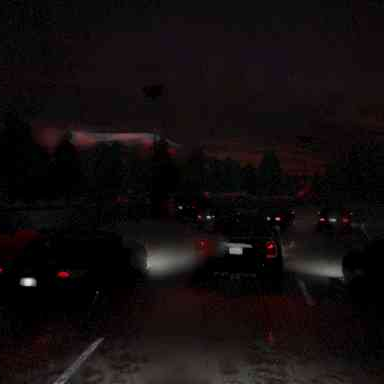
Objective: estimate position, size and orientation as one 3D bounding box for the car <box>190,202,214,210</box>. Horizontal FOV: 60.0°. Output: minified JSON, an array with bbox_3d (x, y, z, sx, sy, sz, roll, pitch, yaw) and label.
[{"bbox_3d":[2.033,1.586,22.476,2.033,1.411,5.357,0,0,24],"label":"car"}]

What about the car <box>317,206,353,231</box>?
[{"bbox_3d":[8.747,1.582,20.364,2.033,1.411,5.357,0,0,25],"label":"car"}]

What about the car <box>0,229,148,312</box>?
[{"bbox_3d":[-2.525,1.577,7.879,1.994,1.385,4.181,0,0,11],"label":"car"}]

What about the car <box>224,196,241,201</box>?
[{"bbox_3d":[7.752,1.452,58.853,4.553,1.767,2.097,0,0,-40],"label":"car"}]

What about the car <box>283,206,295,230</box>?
[{"bbox_3d":[5.390,1.584,21.425,2.033,1.411,5.357,0,0,25],"label":"car"}]

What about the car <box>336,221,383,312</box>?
[{"bbox_3d":[4.247,1.536,6.181,1.812,1.442,4.674,0,0,11],"label":"car"}]

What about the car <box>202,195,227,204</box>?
[{"bbox_3d":[4.426,1.462,65.227,4.553,1.767,2.097,0,0,-40],"label":"car"}]

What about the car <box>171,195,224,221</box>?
[{"bbox_3d":[0.342,1.266,27.042,2.150,2.045,5.566,0,0,27],"label":"car"}]

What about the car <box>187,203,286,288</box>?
[{"bbox_3d":[1.479,1.368,9.650,2.097,1.767,4.553,0,0,13],"label":"car"}]

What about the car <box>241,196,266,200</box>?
[{"bbox_3d":[11.074,1.621,57.057,4.674,1.442,1.812,0,0,-39],"label":"car"}]

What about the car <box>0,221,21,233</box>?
[{"bbox_3d":[-5.902,1.366,8.759,2.097,1.767,4.553,0,0,12],"label":"car"}]

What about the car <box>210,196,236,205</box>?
[{"bbox_3d":[5.754,1.582,61.803,5.008,1.535,1.882,0,0,-40],"label":"car"}]
